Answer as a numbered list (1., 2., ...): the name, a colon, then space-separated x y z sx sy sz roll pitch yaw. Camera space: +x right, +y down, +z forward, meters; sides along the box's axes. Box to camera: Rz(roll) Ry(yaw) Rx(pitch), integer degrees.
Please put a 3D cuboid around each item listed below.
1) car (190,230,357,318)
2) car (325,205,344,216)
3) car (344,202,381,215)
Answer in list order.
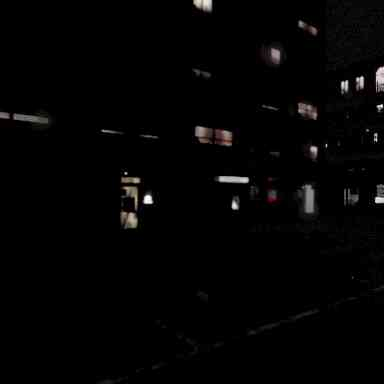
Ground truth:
1. car: 1.993 1.571 7.466 4.313 1.339 1.947 0 1 -35
2. car: 12.003 1.549 32.263 1.967 1.590 4.097 0 -1 -36
3. car: 18.606 1.759 37.020 2.008 1.369 4.403 0 -1 -36
